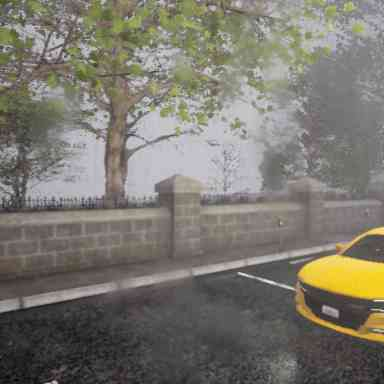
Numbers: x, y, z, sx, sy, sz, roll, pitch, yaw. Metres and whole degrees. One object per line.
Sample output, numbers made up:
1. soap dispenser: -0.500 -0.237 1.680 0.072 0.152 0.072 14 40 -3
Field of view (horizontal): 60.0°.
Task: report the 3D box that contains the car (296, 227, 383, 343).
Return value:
1. car: 4.027 1.429 6.241 5.008 1.535 1.882 -1 0 -35
